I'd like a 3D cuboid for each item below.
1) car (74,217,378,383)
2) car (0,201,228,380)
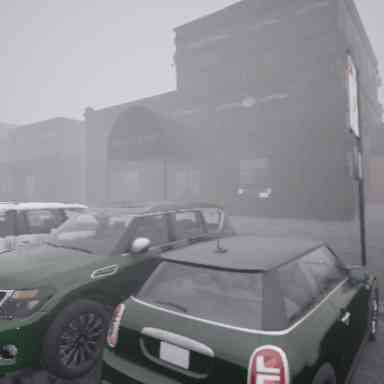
[{"bbox_3d":[1.086,1.354,4.458,2.185,1.767,4.553,0,0,36],"label":"car"},{"bbox_3d":[-1.157,1.227,6.062,2.435,2.045,5.566,0,0,36],"label":"car"}]
